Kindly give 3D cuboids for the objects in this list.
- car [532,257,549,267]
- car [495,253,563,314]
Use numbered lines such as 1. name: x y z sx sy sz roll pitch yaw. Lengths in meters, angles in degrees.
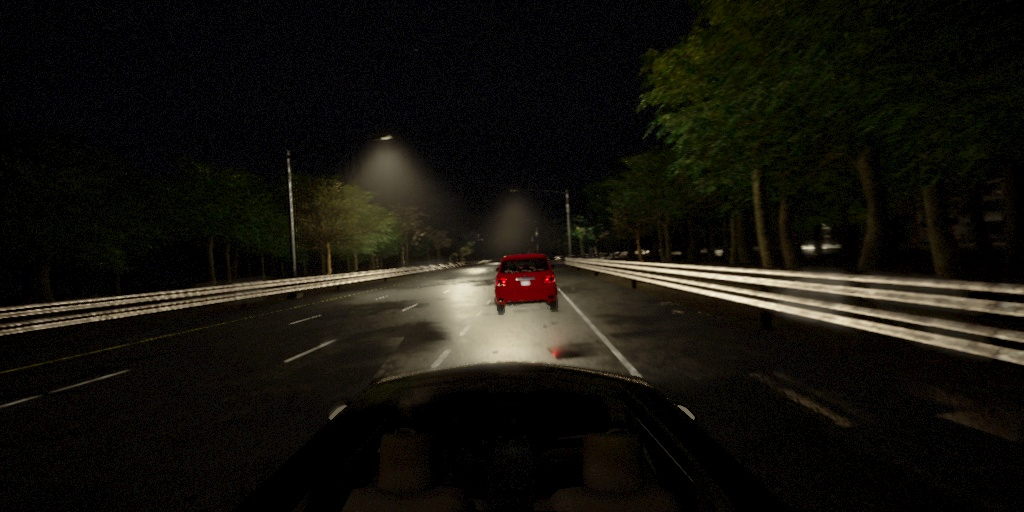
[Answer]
1. car: 5.119 1.067 63.801 1.837 1.490 4.892 -4 0 16
2. car: 0.560 0.963 14.123 2.150 2.045 5.566 -3 0 3
